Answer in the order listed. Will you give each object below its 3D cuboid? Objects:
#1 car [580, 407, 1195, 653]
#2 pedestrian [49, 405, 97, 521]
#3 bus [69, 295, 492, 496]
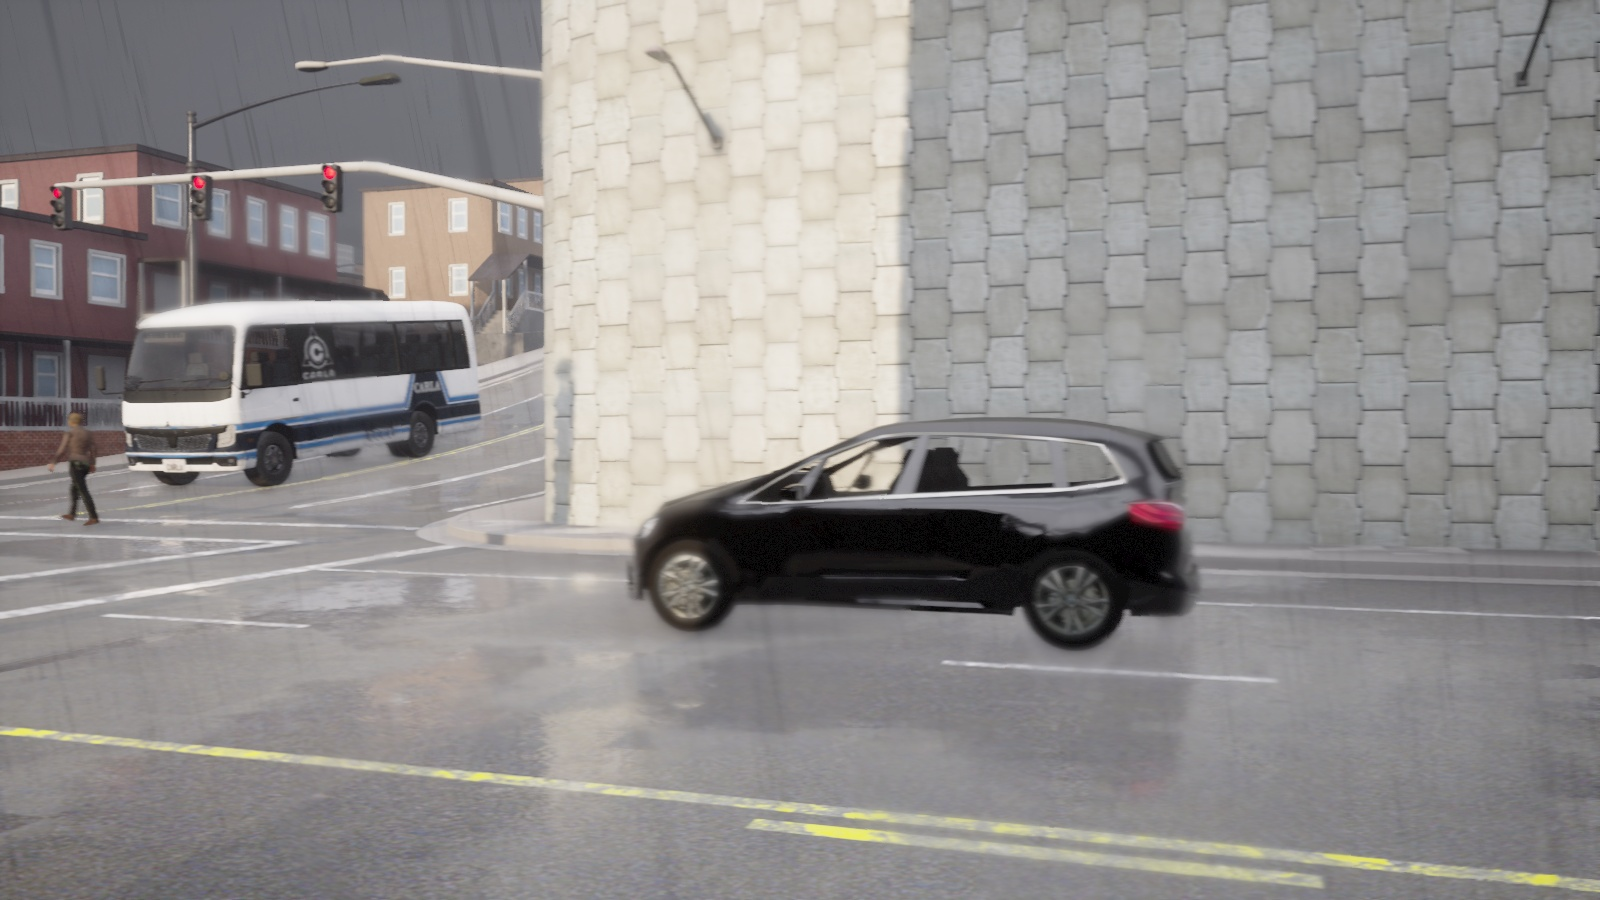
[{"bbox_3d":[0.798,0.509,10.309,4.611,1.667,2.242,1,1,18],"label":"car"},{"bbox_3d":[-11.705,0.201,20.217,0.634,1.846,0.331,1,1,19],"label":"pedestrian"},{"bbox_3d":[-12.497,-1.722,31.999,3.944,4.253,10.273,1,7,18],"label":"bus"}]
